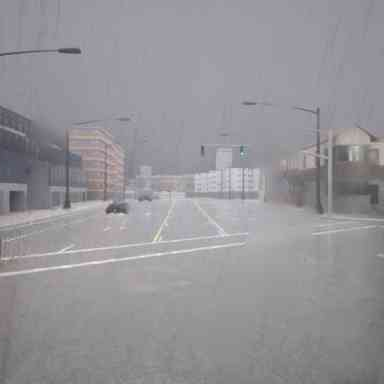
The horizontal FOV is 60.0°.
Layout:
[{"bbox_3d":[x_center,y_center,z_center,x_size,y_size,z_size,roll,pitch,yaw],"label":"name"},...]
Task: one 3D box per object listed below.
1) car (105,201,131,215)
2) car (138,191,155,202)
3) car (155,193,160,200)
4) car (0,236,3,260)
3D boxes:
[{"bbox_3d":[-7.494,1.575,34.005,1.994,1.385,4.181,0,1,-2],"label":"car"},{"bbox_3d":[-8.330,0.788,59.622,2.150,2.045,5.566,0,0,-2],"label":"car"},{"bbox_3d":[-9.132,1.139,84.137,2.097,1.767,4.553,0,-1,-2],"label":"car"},{"bbox_3d":[-6.650,1.581,8.236,1.837,1.490,4.892,0,0,-2],"label":"car"}]
